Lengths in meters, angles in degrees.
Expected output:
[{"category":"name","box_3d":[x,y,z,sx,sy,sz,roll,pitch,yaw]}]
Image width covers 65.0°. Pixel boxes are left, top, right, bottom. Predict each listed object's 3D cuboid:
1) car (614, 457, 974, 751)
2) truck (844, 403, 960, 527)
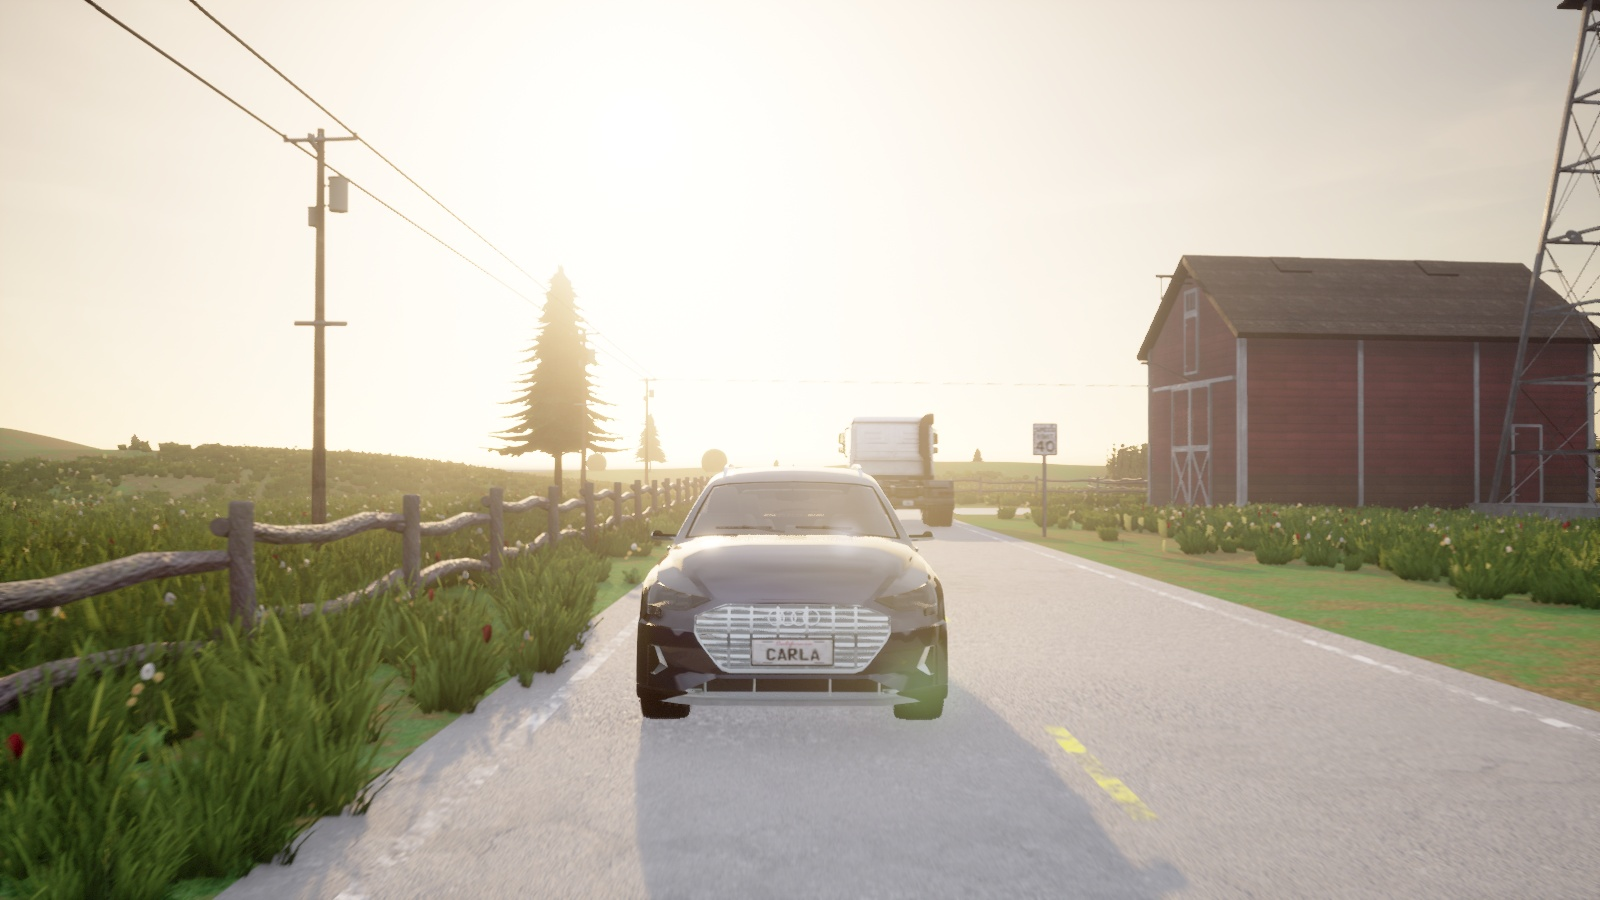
[{"category":"car","box_3d":[-0.049,0.908,9.532,2.033,1.649,4.856,0,-1,0]},{"category":"truck","box_3d":[2.985,0.484,38.976,2.891,3.462,7.936,0,-1,0]}]
